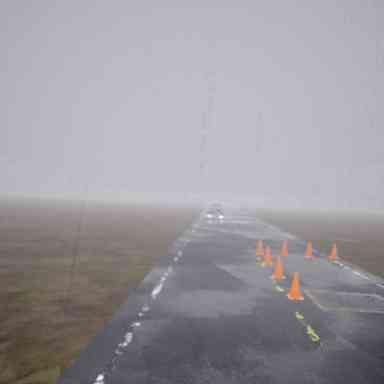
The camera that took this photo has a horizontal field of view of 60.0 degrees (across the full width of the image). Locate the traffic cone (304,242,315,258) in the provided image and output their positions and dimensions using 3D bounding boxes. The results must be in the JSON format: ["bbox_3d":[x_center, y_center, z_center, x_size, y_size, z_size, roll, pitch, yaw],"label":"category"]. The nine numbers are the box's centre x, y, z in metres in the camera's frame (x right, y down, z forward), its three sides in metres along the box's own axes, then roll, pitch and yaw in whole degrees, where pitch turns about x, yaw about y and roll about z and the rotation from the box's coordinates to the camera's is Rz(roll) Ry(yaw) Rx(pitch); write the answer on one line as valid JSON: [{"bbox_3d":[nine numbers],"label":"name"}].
[{"bbox_3d":[4.817,2.361,13.631,0.340,0.580,0.340,3,-1,4],"label":"traffic cone"}]

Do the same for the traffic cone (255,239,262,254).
[{"bbox_3d":[2.825,2.261,13.766,0.340,0.580,0.340,3,-1,4],"label":"traffic cone"}]

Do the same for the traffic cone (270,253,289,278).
[{"bbox_3d":[2.558,2.201,9.775,0.340,0.580,0.340,3,-1,4],"label":"traffic cone"}]

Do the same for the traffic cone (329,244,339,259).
[{"bbox_3d":[5.814,2.410,13.564,0.340,0.580,0.340,3,-1,4],"label":"traffic cone"}]

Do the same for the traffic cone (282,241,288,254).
[{"bbox_3d":[3.821,2.311,13.699,0.340,0.580,0.340,3,-1,4],"label":"traffic cone"}]

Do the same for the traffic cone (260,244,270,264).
[{"bbox_3d":[2.691,2.231,11.771,0.340,0.580,0.340,3,-1,4],"label":"traffic cone"}]

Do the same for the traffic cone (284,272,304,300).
[{"bbox_3d":[2.425,2.171,7.780,0.340,0.580,0.340,3,-1,4],"label":"traffic cone"}]

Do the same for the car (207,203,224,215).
[{"bbox_3d":[3.085,2.167,43.177,1.837,1.490,4.892,3,-1,4],"label":"car"}]
